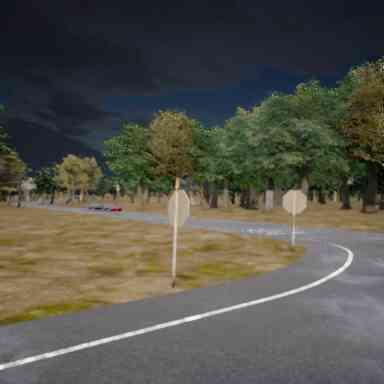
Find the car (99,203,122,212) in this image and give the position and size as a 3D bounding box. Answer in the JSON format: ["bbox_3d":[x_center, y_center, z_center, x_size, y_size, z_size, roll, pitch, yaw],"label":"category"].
[{"bbox_3d":[-12.698,2.466,52.901,1.994,1.385,4.181,3,-3,-34],"label":"car"}]

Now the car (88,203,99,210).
[{"bbox_3d":[-17.081,2.594,59.239,1.994,1.385,4.181,3,-3,-34],"label":"car"}]
